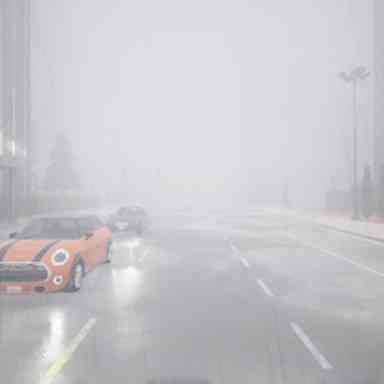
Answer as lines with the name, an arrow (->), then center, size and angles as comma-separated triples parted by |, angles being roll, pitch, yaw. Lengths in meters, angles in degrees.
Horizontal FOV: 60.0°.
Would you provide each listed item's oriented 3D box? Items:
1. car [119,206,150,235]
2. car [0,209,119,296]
car -> -3.614, 1.593, 19.467 | 2.128, 1.511, 4.902 | 0, 0, 0
car -> -3.610, 1.403, 9.000 | 2.097, 1.767, 4.553 | 0, 0, 0
